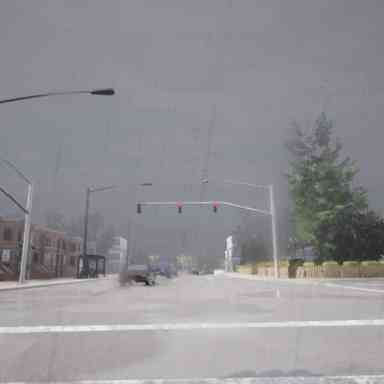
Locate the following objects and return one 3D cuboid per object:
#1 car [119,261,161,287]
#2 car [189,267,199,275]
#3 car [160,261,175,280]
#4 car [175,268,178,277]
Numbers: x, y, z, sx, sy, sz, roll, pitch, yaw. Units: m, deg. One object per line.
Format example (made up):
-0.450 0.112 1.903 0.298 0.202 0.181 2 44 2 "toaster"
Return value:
-3.526 5.575 22.478 2.033 1.411 5.357 -1 -13 0 "car"
0.370 14.638 61.300 2.033 1.411 5.357 -1 -13 0 "car"
-3.452 8.664 37.055 2.150 2.045 5.566 -1 -13 0 "car"
-3.363 12.129 51.242 2.097 1.767 4.553 -1 -13 0 "car"
